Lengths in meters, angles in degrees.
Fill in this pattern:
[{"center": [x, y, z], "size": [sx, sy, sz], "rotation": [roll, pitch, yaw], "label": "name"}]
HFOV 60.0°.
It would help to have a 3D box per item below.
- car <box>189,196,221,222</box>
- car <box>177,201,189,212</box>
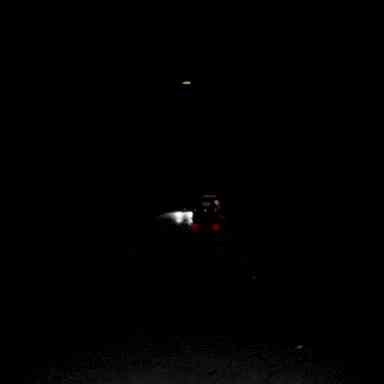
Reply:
[{"center": [1.183, 1.432, 27.459], "size": [2.097, 1.767, 4.553], "rotation": [0, 0, 4], "label": "car"}, {"center": [-0.645, 1.769, 42.257], "size": [1.895, 1.301, 4.718], "rotation": [0, 0, 7], "label": "car"}]
